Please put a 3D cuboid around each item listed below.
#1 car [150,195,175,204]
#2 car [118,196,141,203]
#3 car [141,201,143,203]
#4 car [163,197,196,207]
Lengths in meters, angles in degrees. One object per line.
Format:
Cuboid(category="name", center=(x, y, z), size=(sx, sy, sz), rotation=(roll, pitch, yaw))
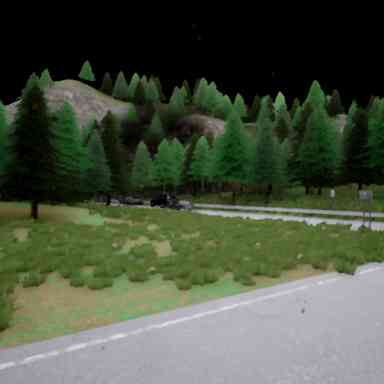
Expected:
Cuboid(category="car", center=(-4.500, 1.495, 52.061), size=(2.150, 2.045, 5.566), rotation=(0, 0, -35))
Cuboid(category="car", center=(-10.651, 1.473, 54.572), size=(1.837, 1.490, 4.892), rotation=(0, 0, -36))
Cuboid(category="car", center=(-10.733, 1.874, 60.698), size=(1.895, 1.301, 4.718), rotation=(0, 0, -36))
Cuboid(category="car", center=(-1.290, 1.760, 41.328), size=(1.837, 1.490, 4.892), rotation=(0, 0, -35))
